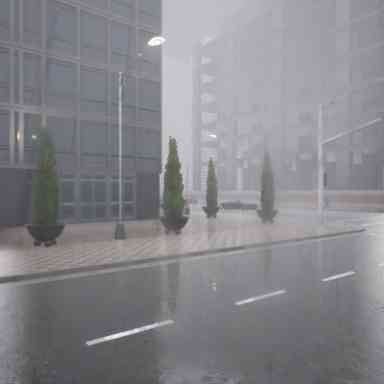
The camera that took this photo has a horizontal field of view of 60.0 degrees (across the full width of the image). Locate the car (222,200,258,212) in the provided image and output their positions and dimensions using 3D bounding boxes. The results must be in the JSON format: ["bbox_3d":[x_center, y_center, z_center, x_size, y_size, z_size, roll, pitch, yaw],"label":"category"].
[{"bbox_3d":[5.823,1.638,40.533,1.895,1.301,4.718,0,0,-36],"label":"car"}]

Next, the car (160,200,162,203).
[{"bbox_3d":[-3.829,1.526,59.926,2.128,1.511,4.902,0,0,-36],"label":"car"}]

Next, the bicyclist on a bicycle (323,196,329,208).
[{"bbox_3d":[17.854,1.330,44.380,1.656,1.620,0.582,0,0,-36],"label":"bicyclist on a bicycle"}]

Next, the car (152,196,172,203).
[{"bbox_3d":[-6.312,1.537,69.161,1.837,1.490,4.892,0,0,-36],"label":"car"}]

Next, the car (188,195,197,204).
[{"bbox_3d":[-1.006,1.384,61.995,2.097,1.767,4.553,0,0,-36],"label":"car"}]
